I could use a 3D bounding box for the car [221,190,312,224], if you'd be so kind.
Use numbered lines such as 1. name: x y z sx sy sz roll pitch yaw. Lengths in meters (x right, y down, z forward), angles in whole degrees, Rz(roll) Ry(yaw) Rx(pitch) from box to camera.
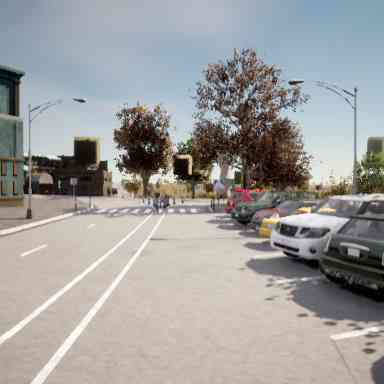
1. car: 5.014 0.905 22.385 5.566 2.045 2.435 0 1 -22

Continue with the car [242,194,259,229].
1. car: 5.173 1.148 16.442 4.553 1.767 2.185 0 1 -22

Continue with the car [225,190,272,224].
1. car: 5.047 0.964 19.383 5.566 2.045 2.435 0 1 -22

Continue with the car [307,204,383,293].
1. car: 5.262 1.273 7.501 4.553 1.767 2.185 1 0 -21

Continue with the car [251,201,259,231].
1. car: 5.374 1.324 13.540 5.366 1.575 1.946 0 1 -21

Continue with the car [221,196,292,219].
1. car: 4.885 1.098 25.347 4.892 1.521 2.231 0 1 -22

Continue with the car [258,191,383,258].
1. car: 5.230 1.116 10.469 5.566 2.045 2.435 1 1 -21

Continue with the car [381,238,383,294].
1. car: 5.339 1.451 4.553 4.792 1.488 2.163 1 0 -21
